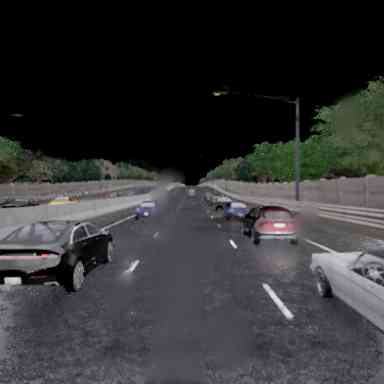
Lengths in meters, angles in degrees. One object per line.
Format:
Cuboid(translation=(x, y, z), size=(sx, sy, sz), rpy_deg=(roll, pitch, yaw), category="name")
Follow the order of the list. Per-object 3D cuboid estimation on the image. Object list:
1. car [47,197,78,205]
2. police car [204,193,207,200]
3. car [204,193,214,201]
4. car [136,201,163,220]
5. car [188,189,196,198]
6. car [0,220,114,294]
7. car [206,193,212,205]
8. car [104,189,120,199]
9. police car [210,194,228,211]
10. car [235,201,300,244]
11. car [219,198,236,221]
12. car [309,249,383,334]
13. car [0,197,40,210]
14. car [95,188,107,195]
Cuboid(translation=(-14.087, 1.327, 36.335), size=(1.882, 1.535, 5.008), rpy_deg=(0, 0, 0), category="car")
Cuboid(translation=(3.506, 1.163, 59.555), size=(2.038, 1.542, 4.974), rpy_deg=(0, 1, 0), category="police car")
Cuboid(translation=(3.507, 0.943, 70.544), size=(1.837, 1.490, 4.892), rpy_deg=(0, 1, 0), category="car")
Cuboid(translation=(-3.397, 1.436, 26.959), size=(1.812, 1.442, 4.674), rpy_deg=(0, 0, 0), category="car")
Cuboid(translation=(0.008, 0.570, 80.696), size=(2.128, 1.511, 4.902), rpy_deg=(0, 2, 0), category="car")
Cuboid(translation=(-3.399, 1.470, 8.747), size=(2.128, 1.511, 4.902), rpy_deg=(0, 0, 0), category="car")
Cuboid(translation=(3.505, 1.263, 48.557), size=(1.837, 1.490, 4.892), rpy_deg=(0, 0, 0), category="car")
Cuboid(translation=(-17.493, 0.761, 74.929), size=(2.128, 1.511, 4.902), rpy_deg=(0, 2, 0), category="car")
Cuboid(translation=(3.504, 1.265, 37.664), size=(1.930, 1.638, 5.238), rpy_deg=(0, 0, 0), category="police car")
Cuboid(translation=(3.501, 1.392, 15.551), size=(2.033, 1.649, 4.856), rpy_deg=(0, 0, 0), category="car")
Cuboid(translation=(3.503, 1.439, 26.553), size=(1.812, 1.442, 4.674), rpy_deg=(0, 0, 0), category="car")
Cuboid(translation=(3.600, 1.587, 5.498), size=(1.895, 1.301, 4.718), rpy_deg=(0, 0, 0), category="car")
Cuboid(translation=(-17.591, 1.466, 34.207), size=(1.895, 1.301, 4.718), rpy_deg=(0, 0, 0), category="car")
Cuboid(translation=(-20.992, 0.147, 77.498), size=(2.150, 2.045, 5.566), rpy_deg=(0, 2, 0), category="car")
